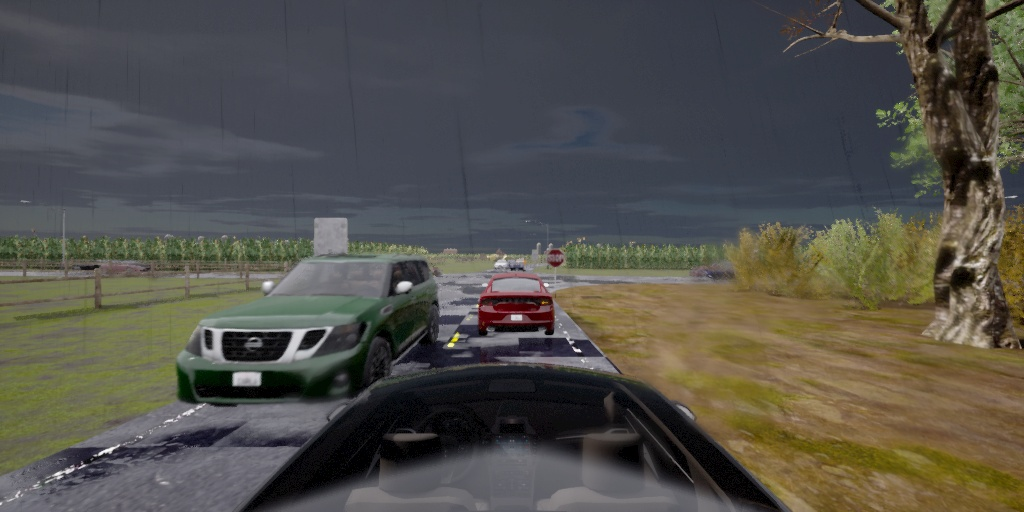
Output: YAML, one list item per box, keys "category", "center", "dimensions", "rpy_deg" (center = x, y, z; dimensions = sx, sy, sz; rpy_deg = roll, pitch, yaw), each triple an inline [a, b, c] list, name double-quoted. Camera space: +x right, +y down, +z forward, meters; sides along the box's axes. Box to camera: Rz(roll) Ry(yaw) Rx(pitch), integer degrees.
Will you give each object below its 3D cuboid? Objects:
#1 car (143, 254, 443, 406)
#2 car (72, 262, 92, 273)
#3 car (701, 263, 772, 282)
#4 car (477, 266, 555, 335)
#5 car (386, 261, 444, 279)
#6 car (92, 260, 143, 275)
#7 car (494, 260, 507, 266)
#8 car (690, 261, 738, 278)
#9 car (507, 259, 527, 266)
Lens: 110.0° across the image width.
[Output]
- category: "car"
  center: [-2.828, 0.972, 6.607]
  dimensions: [2.150, 2.045, 5.566]
  rpy_deg: [0, 0, 0]
- category: "car"
  center: [-42.411, 1.066, 37.083]
  dimensions: [4.718, 1.301, 1.895]
  rpy_deg: [0, 0, 3]
- category: "car"
  center: [18.783, 1.477, 29.729]
  dimensions: [4.718, 1.301, 1.895]
  rpy_deg: [0, 0, 6]
- category: "car"
  center: [0.105, 1.228, 10.499]
  dimensions: [1.882, 1.535, 5.008]
  rpy_deg: [0, 0, 0]
- category: "car"
  center: [-8.514, 1.226, 31.747]
  dimensions: [4.674, 1.442, 1.812]
  rpy_deg: [0, 0, 3]
- category: "car"
  center: [-35.249, 1.073, 33.042]
  dimensions: [4.181, 1.385, 1.994]
  rpy_deg: [0, 0, 3]
- category: "car"
  center: [-1.460, 1.297, 52.686]
  dimensions: [1.812, 1.442, 4.674]
  rpy_deg: [0, 0, 6]
- category: "car"
  center: [19.115, 1.239, 33.338]
  dimensions: [4.553, 1.767, 2.097]
  rpy_deg: [0, 0, 5]
- category: "car"
  center: [0.748, 1.367, 48.246]
  dimensions: [1.895, 1.301, 4.718]
  rpy_deg: [0, 0, 3]
